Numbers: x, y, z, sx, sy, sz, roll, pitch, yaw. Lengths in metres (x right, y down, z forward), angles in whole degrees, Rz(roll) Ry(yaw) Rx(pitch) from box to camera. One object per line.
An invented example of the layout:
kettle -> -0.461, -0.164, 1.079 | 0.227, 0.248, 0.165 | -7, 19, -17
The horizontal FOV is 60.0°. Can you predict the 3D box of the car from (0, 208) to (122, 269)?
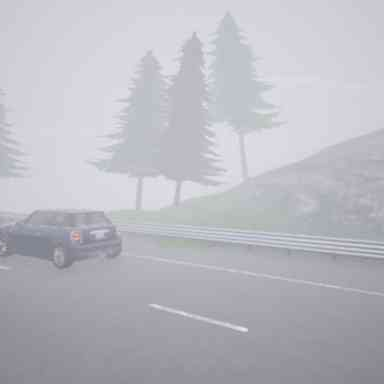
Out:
car -> -4.523, 1.296, 11.089 | 4.553, 1.767, 2.097 | 1, 0, 33
